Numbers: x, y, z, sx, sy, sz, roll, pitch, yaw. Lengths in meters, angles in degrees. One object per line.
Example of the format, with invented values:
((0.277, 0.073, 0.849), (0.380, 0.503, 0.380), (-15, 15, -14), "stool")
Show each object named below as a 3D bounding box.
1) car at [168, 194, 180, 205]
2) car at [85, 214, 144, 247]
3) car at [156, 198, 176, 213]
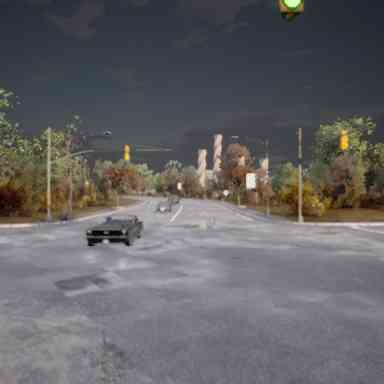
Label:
((-3.623, 1.551, 67.692), (2.150, 2.045, 5.566), (0, 1, -1), "car")
((-3.506, 1.744, 15.820), (1.895, 1.301, 4.718), (0, 0, 0), "car")
((-3.524, 1.910, 42.606), (2.128, 1.511, 4.902), (0, 1, 0), "car")
